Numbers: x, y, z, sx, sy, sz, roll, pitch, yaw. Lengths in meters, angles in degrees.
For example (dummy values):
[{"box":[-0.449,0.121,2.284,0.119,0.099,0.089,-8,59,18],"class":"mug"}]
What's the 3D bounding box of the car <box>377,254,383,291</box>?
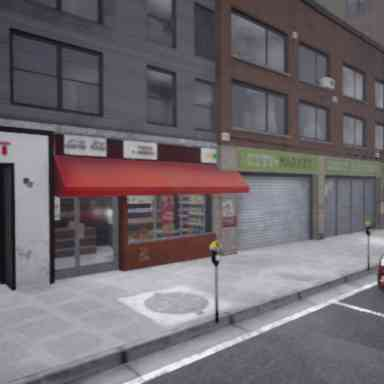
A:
[{"box":[5.862,1.417,7.509,4.097,1.590,1.967,0,0,-39],"class":"car"}]
